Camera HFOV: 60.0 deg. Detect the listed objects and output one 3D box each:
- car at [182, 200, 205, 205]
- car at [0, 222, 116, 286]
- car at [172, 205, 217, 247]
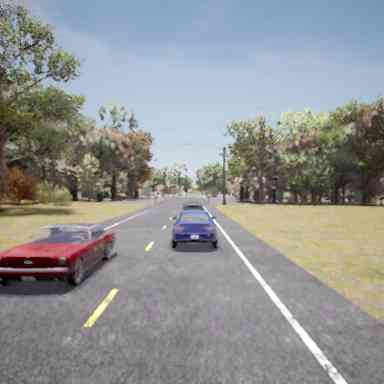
[{"bbox_3d":[0.105,1.497,31.417,1.837,1.490,4.892,0,0,0],"label":"car"},{"bbox_3d":[-3.597,1.597,9.522,1.895,1.301,4.718,0,0,0],"label":"car"},{"bbox_3d":[0.106,1.521,14.799,1.812,1.442,4.674,0,0,0],"label":"car"}]
